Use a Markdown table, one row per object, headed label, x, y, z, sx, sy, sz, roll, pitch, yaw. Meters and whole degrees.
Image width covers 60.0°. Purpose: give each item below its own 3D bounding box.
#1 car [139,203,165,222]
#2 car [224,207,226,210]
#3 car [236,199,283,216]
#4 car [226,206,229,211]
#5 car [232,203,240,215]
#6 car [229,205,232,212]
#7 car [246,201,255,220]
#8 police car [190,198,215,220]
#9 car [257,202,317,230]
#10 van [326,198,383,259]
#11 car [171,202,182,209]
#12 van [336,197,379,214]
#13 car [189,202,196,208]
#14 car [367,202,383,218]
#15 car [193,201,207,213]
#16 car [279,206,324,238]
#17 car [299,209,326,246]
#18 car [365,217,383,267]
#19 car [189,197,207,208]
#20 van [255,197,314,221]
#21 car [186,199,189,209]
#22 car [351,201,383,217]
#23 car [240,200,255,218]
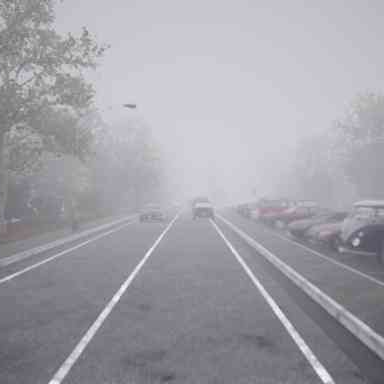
| label | x | y | z | sx | sy | sz | roll | pitch | yaw |
| --- | --- | --- | --- | --- | --- | --- | --- | --- | --- |
| car | -3.317 | 1.718 | 28.364 | 1.837 | 1.490 | 4.892 | 0 | -1 | 0 |
| car | 6.950 | 1.929 | 43.892 | 5.366 | 1.575 | 1.946 | 0 | -1 | 0 |
| car | 7.151 | 1.661 | 35.577 | 4.553 | 1.767 | 2.185 | 0 | -1 | 0 |
| car | 7.136 | 1.876 | 41.123 | 4.892 | 1.521 | 2.231 | 0 | -1 | 0 |
| car | 7.086 | 1.500 | 32.807 | 5.566 | 2.045 | 2.435 | 0 | -1 | 0 |
| car | 7.131 | 1.827 | 38.351 | 5.008 | 1.535 | 2.097 | 0 | -1 | 0 |
| car | 7.107 | 1.726 | 27.251 | 4.674 | 1.452 | 2.002 | 0 | -1 | 0 |
| police car | 1.008 | 1.667 | 30.539 | 1.930 | 1.638 | 5.238 | 0 | -1 | 0 |
| car | 7.100 | 1.620 | 21.700 | 5.008 | 1.535 | 2.097 | 0 | -1 | 0 |
| van | 6.957 | 1.263 | 10.599 | 4.442 | 1.987 | 1.878 | 0 | -1 | 0 |
| car | -3.166 | 2.834 | 69.535 | 1.812 | 1.442 | 4.674 | 0 | -2 | 0 |
| van | 20.327 | 1.646 | 41.000 | 4.442 | 1.987 | 1.878 | 0 | -1 | 0 |
| car | 0.099 | 3.163 | 81.001 | 1.837 | 1.490 | 4.892 | 0 | -3 | 0 |
| car | 20.188 | 1.748 | 32.570 | 4.892 | 1.521 | 2.231 | 0 | -1 | 0 |
| car | 1.029 | 2.014 | 46.449 | 1.882 | 1.535 | 5.008 | 0 | -1 | 0 |
| car | 7.054 | 1.584 | 16.149 | 4.792 | 1.488 | 2.163 | 0 | -1 | 0 |
| car | 7.081 | 1.562 | 13.371 | 4.674 | 1.452 | 2.002 | 0 | -1 | 0 |
| car | 7.098 | 1.486 | 7.813 | 4.792 | 1.488 | 2.163 | 0 | 0 | 0 |
| car | 1.021 | 1.627 | 40.482 | 2.150 | 2.045 | 5.566 | 0 | -1 | 0 |
| van | 7.216 | 1.427 | 24.478 | 4.442 | 1.987 | 1.878 | 0 | -1 | 0 |
| car | 0.078 | 2.350 | 64.704 | 2.150 | 2.045 | 5.566 | 0 | -2 | 0 |
| car | 20.014 | 1.779 | 35.337 | 5.366 | 1.575 | 1.946 | 0 | -1 | 0 |
| car | 7.139 | 1.748 | 30.027 | 4.792 | 1.488 | 2.163 | 0 | -1 | 0 |
